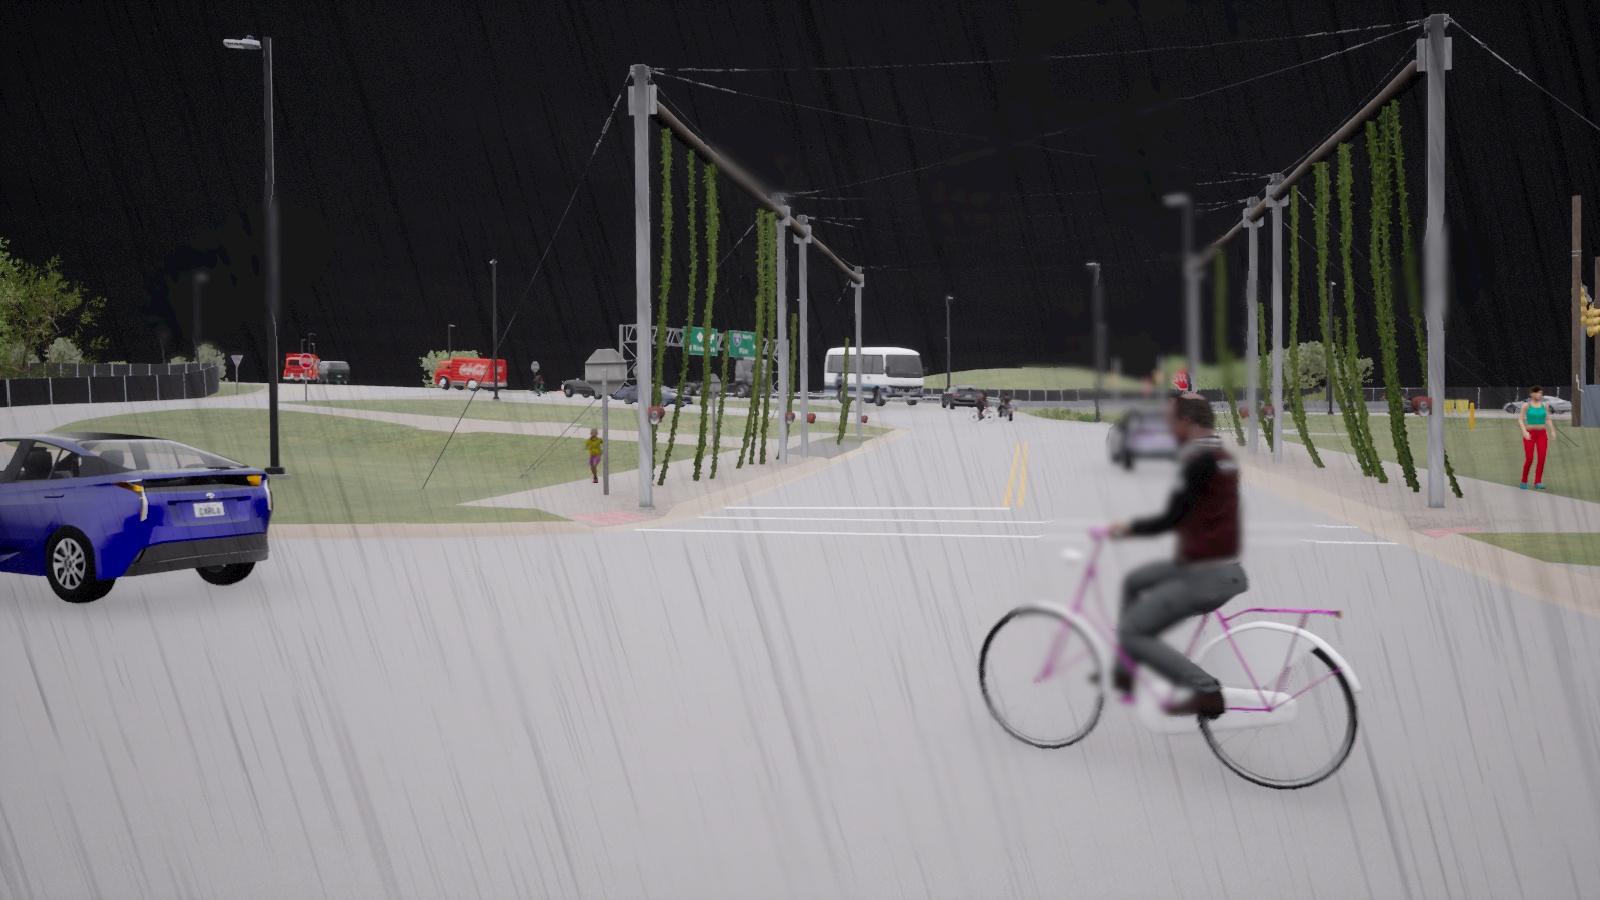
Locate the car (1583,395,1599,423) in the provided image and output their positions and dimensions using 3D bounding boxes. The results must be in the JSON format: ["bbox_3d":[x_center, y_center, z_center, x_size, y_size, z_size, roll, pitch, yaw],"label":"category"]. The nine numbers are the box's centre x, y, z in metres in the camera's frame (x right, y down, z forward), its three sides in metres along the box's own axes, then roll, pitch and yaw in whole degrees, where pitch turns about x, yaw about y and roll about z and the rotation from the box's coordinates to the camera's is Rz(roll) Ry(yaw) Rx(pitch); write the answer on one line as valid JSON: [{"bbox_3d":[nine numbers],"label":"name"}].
[{"bbox_3d":[54.442,-2.687,82.784,4.605,1.855,1.932,2,2,36],"label":"car"}]

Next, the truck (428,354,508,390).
[{"bbox_3d":[-24.845,-5.839,94.040,5.204,2.467,2.627,4,4,21],"label":"truck"}]

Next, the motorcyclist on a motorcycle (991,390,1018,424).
[{"bbox_3d":[11.621,-2.454,71.460,0.766,1.649,2.350,0,10,-9],"label":"motorcyclist on a motorcycle"}]

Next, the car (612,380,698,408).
[{"bbox_3d":[-9.138,-3.511,78.831,5.357,1.411,2.033,6,4,37],"label":"car"}]

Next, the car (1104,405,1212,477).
[{"bbox_3d":[9.073,-0.291,32.214,2.033,1.649,4.856,0,3,8],"label":"car"}]

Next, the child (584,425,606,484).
[{"bbox_3d":[-4.045,0.080,24.796,0.299,1.160,0.473,0,1,8],"label":"child"}]

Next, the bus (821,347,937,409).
[{"bbox_3d":[5.657,-5.419,92.959,3.944,4.253,10.273,0,4,-26],"label":"bus"}]

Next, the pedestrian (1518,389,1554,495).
[{"bbox_3d":[12.852,-0.142,21.938,0.345,1.836,0.594,0,1,10],"label":"pedestrian"}]

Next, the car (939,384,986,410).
[{"bbox_3d":[10.996,-3.625,85.435,2.242,1.667,4.611,0,4,-4],"label":"car"}]

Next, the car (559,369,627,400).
[{"bbox_3d":[-14.365,-4.566,87.006,4.605,1.855,1.932,6,5,36],"label":"car"}]

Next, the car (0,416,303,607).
[{"bbox_3d":[-7.469,0.483,12.719,4.514,1.525,2.007,3,2,26],"label":"car"}]

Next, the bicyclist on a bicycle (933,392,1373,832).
[{"bbox_3d":[1.598,0.633,5.884,1.843,1.776,0.659,2,2,38],"label":"bicyclist on a bicycle"}]
